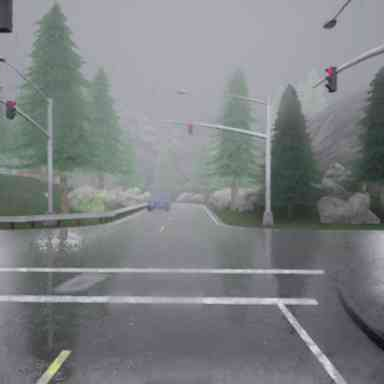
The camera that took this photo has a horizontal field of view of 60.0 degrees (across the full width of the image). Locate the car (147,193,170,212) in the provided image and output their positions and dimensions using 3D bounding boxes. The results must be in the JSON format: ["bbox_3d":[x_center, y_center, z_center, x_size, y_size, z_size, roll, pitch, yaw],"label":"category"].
[{"bbox_3d":[-3.548,1.108,36.538,2.150,2.045,5.566,0,0,0],"label":"car"}]
